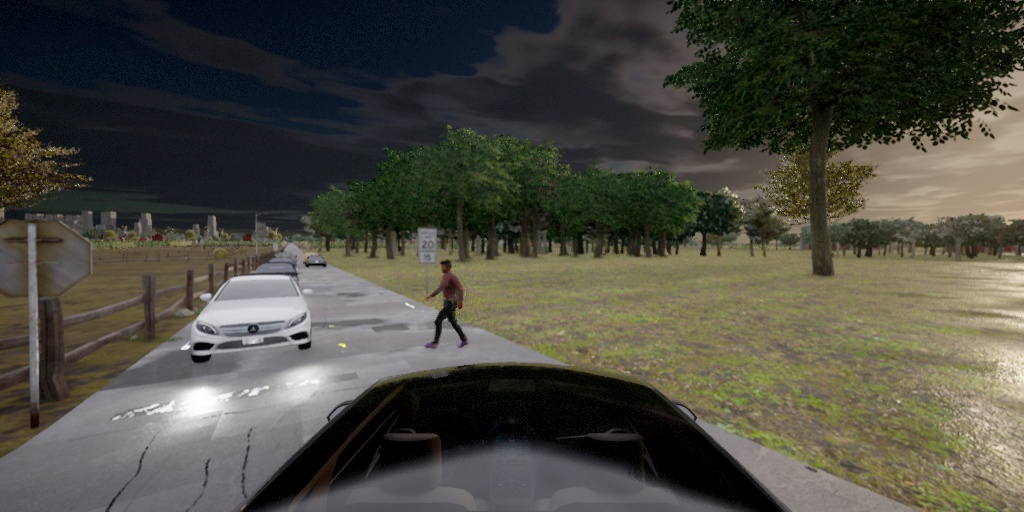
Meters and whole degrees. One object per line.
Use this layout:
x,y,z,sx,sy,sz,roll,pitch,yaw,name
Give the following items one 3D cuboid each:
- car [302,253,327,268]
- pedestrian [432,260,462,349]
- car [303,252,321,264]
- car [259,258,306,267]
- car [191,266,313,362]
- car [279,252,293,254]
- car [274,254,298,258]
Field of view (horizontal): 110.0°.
-22.031,0.544,40.251,1.994,1.385,4.181,0,1,-31,car
-1.294,0.955,7.149,0.375,1.860,0.375,0,1,-32,pedestrian
-27.283,0.265,48.761,1.882,1.535,5.008,0,1,-32,car
-11.140,0.990,16.993,2.033,1.411,5.357,0,1,-32,car
-5.698,1.148,8.173,1.812,1.442,4.674,0,1,-32,car
-24.804,0.346,39.322,2.097,1.767,4.553,0,1,-32,car
-16.740,0.805,26.082,2.033,1.411,5.357,0,1,-32,car
